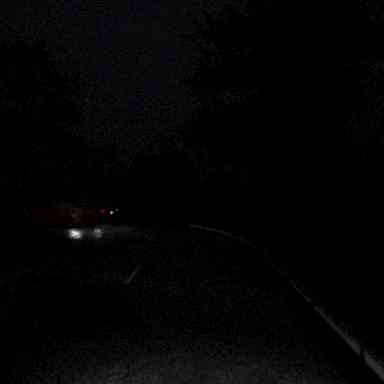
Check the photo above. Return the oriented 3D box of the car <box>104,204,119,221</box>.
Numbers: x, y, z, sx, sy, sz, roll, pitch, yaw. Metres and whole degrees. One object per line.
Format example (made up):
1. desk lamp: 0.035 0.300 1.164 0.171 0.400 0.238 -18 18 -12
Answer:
1. car: -7.623 1.492 25.487 4.181 1.385 1.994 0 0 32

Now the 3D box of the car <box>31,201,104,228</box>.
1. car: -8.357 1.395 21.644 5.008 1.535 1.882 0 -1 32
